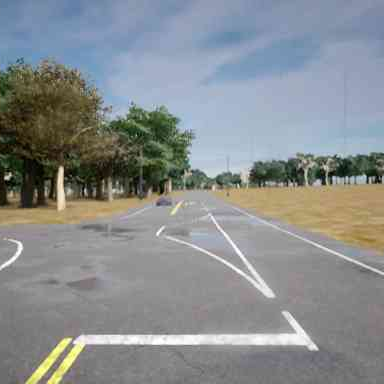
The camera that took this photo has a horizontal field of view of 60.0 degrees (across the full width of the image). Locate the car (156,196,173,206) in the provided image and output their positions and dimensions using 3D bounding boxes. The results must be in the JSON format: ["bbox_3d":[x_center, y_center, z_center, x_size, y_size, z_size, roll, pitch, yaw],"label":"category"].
[{"bbox_3d":[-3.638,1.191,44.528,1.994,1.385,4.181,0,1,0],"label":"car"}]
